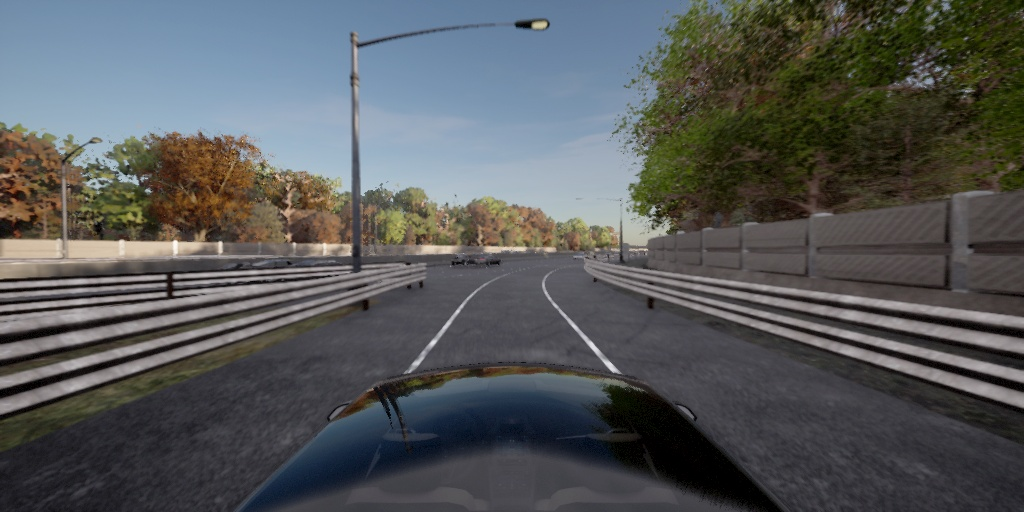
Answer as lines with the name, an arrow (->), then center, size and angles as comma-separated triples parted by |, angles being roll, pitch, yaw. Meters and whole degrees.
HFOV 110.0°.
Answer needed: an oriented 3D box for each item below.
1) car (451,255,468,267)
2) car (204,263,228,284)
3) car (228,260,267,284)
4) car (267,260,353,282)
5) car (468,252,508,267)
car -> -5.927, 0.566, 46.198 | 1.837, 1.490, 4.892 | 0, 1, 26
car -> -16.965, 1.058, 23.151 | 1.895, 1.301, 4.718 | 0, 1, 25
car -> -13.750, 0.967, 21.755 | 1.837, 1.490, 4.892 | 0, 1, 25
car -> -10.549, 0.955, 20.337 | 2.128, 1.511, 4.902 | 0, 1, 25
car -> -2.866, 0.562, 44.489 | 2.128, 1.511, 4.902 | 0, 1, 26
